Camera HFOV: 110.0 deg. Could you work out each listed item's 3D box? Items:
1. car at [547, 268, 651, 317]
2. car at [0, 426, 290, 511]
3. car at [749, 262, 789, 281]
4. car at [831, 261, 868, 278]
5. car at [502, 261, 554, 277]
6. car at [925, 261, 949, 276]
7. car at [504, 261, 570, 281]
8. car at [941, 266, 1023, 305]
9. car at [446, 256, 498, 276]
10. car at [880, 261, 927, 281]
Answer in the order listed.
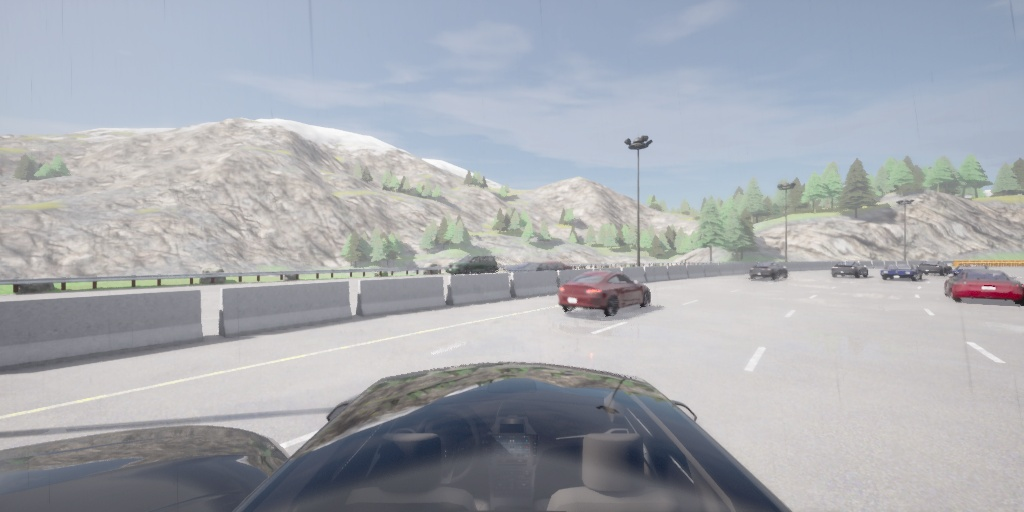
[{"bbox_3d":[3.485,1.276,13.244,1.812,1.442,4.674,0,0,42],"label":"car"},{"bbox_3d":[-2.981,1.255,0.477,4.892,1.490,1.837,0,0,-45],"label":"car"},{"bbox_3d":[21.958,1.243,30.584,4.902,1.511,2.128,0,0,-39],"label":"car"},{"bbox_3d":[31.376,1.242,33.286,4.902,1.511,2.128,0,0,-35],"label":"car"},{"bbox_3d":[1.706,1.297,36.531,5.357,1.411,2.033,0,0,-42],"label":"car"},{"bbox_3d":[43.314,1.242,36.808,4.902,1.511,2.128,0,0,-31],"label":"car"},{"bbox_3d":[1.899,1.227,27.030,5.008,1.535,1.882,0,0,-45],"label":"car"},{"bbox_3d":[21.303,1.313,16.265,4.181,1.385,1.994,0,0,-43],"label":"car"},{"bbox_3d":[-3.901,0.971,36.060,5.566,2.045,2.150,0,0,-44],"label":"car"},{"bbox_3d":[32.309,1.351,29.677,4.718,1.301,1.895,0,0,-35],"label":"car"}]
